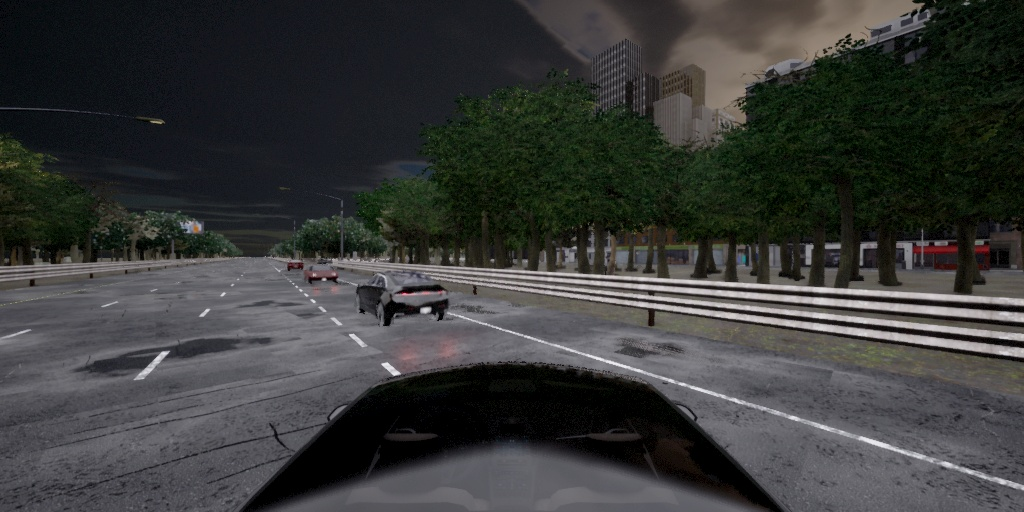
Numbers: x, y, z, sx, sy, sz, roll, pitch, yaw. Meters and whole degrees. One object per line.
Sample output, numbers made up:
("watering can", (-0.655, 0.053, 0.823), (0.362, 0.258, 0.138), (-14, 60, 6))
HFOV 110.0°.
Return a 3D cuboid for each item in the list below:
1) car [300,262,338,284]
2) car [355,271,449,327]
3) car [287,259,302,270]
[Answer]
("car", (-14.567, 1.349, 27.169), (1.895, 1.301, 4.718), (0, 0, -35))
("car", (-3.717, 1.241, 11.641), (2.128, 1.511, 4.902), (0, 0, -35))
("car", (-30.855, 1.223, 51.179), (1.882, 1.535, 5.008), (0, 0, -31))
